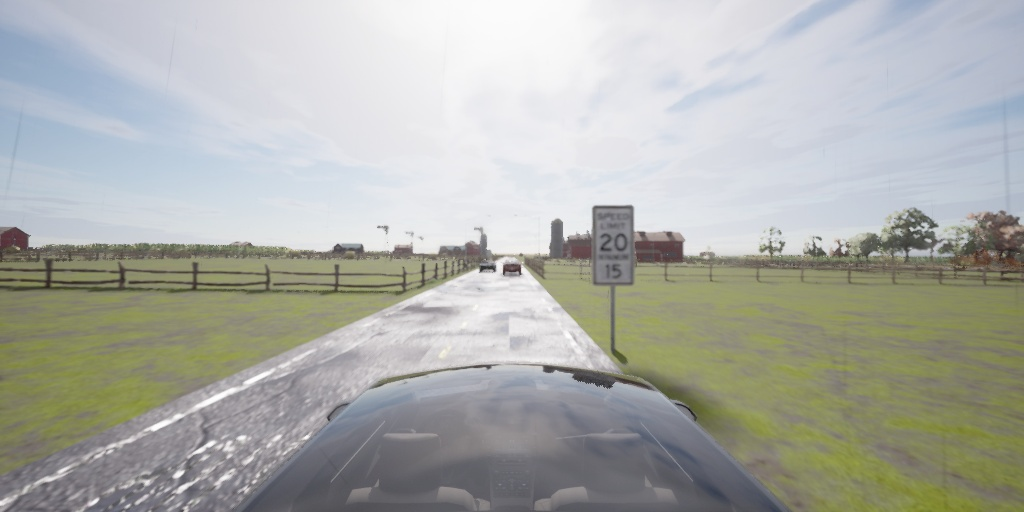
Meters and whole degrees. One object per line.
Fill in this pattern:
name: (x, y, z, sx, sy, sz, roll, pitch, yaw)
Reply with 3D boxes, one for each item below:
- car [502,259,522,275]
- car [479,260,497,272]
car: (0.019, 1.059, 36.579, 1.882, 1.535, 5.008, 0, 0, 0)
car: (-2.738, 1.159, 41.639, 1.895, 1.301, 4.718, 0, 0, 0)
